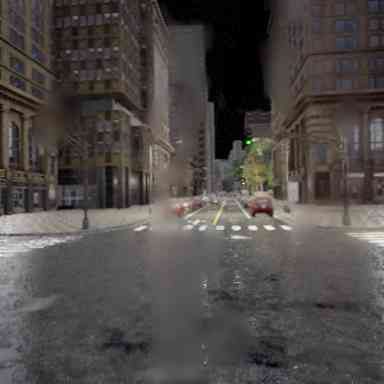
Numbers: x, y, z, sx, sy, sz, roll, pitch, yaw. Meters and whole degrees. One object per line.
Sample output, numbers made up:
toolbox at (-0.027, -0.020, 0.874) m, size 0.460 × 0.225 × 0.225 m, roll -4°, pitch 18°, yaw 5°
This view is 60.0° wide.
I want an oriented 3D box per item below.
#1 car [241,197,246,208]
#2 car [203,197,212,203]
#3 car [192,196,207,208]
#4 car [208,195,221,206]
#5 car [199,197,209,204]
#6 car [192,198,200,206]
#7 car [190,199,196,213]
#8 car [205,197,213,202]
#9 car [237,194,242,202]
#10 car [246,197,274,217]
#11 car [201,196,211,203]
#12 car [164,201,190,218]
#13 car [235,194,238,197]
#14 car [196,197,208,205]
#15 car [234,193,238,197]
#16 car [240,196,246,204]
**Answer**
car at (8.637, 1.752, 49.095) m, size 1.947 × 1.339 × 4.313 m, roll 0°, pitch 0°, yaw 6°
car at (3.888, 1.924, 83.081) m, size 1.802 × 1.307 × 4.206 m, roll 0°, pitch 0°, yaw 6°
car at (0.785, 1.643, 55.553) m, size 2.192 × 1.841 × 5.009 m, roll 0°, pitch 0°, yaw 6°
car at (4.221, 1.842, 61.428) m, size 2.033 × 1.411 × 5.357 m, roll -1°, pitch 0°, yaw 6°
car at (2.628, 1.872, 71.901) m, size 1.752 × 1.417 × 4.829 m, roll 0°, pitch 0°, yaw 6°
car at (-0.455, 1.842, 44.540) m, size 1.887 × 1.381 × 4.507 m, roll 0°, pitch 0°, yaw 6°
car at (-1.075, 1.828, 39.035) m, size 2.008 × 1.369 × 4.403 m, roll 0°, pitch 0°, yaw 6°
car at (4.508, 1.901, 88.588) m, size 1.947 × 1.339 × 4.313 m, roll 0°, pitch 0°, yaw 6°
car at (10.498, 1.656, 65.615) m, size 1.967 × 1.590 × 4.097 m, roll 0°, pitch 0°, yaw 6°
car at (6.774, 1.442, 32.579) m, size 2.192 × 1.841 × 5.009 m, roll 0°, pitch 0°, yaw 6°
car at (3.267, 1.786, 77.575) m, size 1.967 × 1.590 × 4.097 m, roll 0°, pitch 0°, yaw 6°
car at (-1.695, 1.800, 33.530) m, size 1.887 × 1.381 × 4.507 m, roll 0°, pitch 0°, yaw 6°
car at (12.360, 1.779, 82.134) m, size 1.947 × 1.339 × 4.313 m, roll 0°, pitch 0°, yaw 6°
car at (2.027, 1.784, 66.564) m, size 1.967 × 1.590 × 4.097 m, roll 0°, pitch 0°, yaw 6°
car at (13.600, 1.765, 93.147) m, size 1.947 × 1.339 × 4.313 m, roll 0°, pitch 0°, yaw 6°
car at (9.277, 1.725, 54.771) m, size 1.752 × 1.417 × 4.829 m, roll 0°, pitch 0°, yaw 6°
